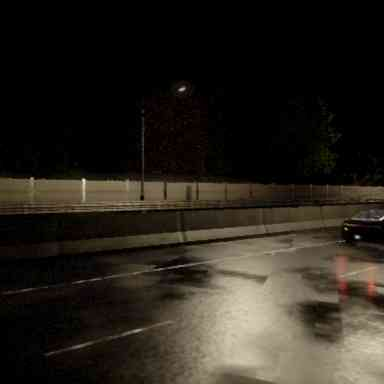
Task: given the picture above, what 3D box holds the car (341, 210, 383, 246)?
[{"bbox_3d":[8.269,1.500,14.067,4.902,1.511,2.128,0,0,-36],"label":"car"}]
